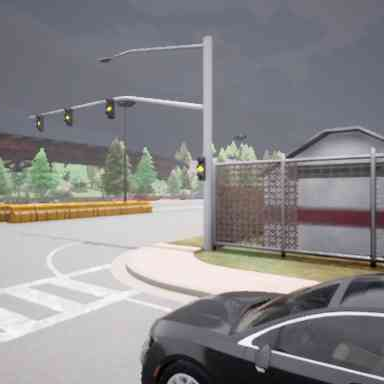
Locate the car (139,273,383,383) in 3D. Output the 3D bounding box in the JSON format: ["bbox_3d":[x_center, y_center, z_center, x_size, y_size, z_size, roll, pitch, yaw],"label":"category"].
[{"bbox_3d":[1.679,1.505,2.810,4.892,1.490,1.837,0,0,36],"label":"car"}]

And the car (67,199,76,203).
[{"bbox_3d":[-15.081,1.617,35.124,1.895,1.301,4.718,0,0,34],"label":"car"}]

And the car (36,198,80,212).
[{"bbox_3d":[-16.016,1.544,40.004,1.812,1.442,4.674,0,0,34],"label":"car"}]

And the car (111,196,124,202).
[{"bbox_3d":[-7.288,1.238,40.485,2.150,2.045,5.566,0,0,34],"label":"car"}]

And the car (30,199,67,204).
[{"bbox_3d":[-14.060,1.578,30.346,1.994,1.385,4.181,0,0,33],"label":"car"}]

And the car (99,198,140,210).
[{"bbox_3d":[-9.393,1.564,43.638,2.033,1.411,5.357,0,0,34],"label":"car"}]

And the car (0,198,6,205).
[{"bbox_3d":[-20.856,1.370,32.785,2.097,1.767,4.553,0,0,34],"label":"car"}]
